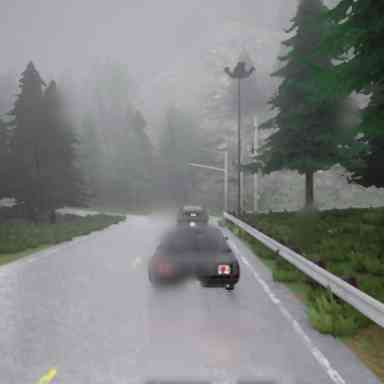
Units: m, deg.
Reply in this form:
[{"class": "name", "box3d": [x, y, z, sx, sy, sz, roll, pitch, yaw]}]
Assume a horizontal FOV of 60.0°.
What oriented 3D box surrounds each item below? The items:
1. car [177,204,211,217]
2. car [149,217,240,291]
[{"class": "car", "box3d": [0.110, 1.509, 20.703, 1.837, 1.490, 4.892, 0, 0, 2]}, {"class": "car", "box3d": [0.061, 1.603, 8.979, 1.895, 1.301, 4.718, 0, 0, 0]}]
